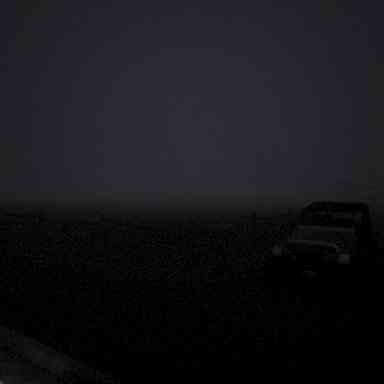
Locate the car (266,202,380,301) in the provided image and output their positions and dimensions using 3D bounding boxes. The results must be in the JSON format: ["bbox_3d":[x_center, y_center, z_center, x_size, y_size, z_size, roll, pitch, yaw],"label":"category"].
[{"bbox_3d":[3.350,1.210,8.138,1.905,1.878,3.866,0,0,35],"label":"car"}]
